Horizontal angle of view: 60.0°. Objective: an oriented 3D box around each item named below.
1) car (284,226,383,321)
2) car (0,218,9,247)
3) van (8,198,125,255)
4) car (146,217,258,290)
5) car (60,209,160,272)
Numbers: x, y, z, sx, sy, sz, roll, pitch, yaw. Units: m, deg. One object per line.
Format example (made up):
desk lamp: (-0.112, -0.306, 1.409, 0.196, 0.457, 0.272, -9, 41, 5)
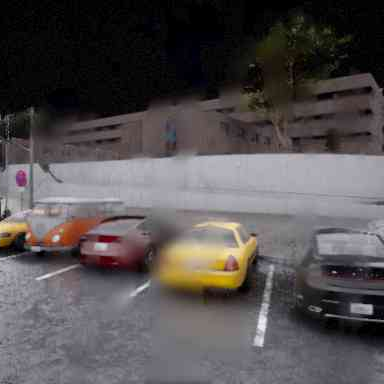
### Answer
car: (3.143, 1.481, 7.233, 2.231, 1.521, 4.892, 0, 0, 15)
car: (-6.609, 1.394, 13.989, 1.946, 1.575, 5.366, 1, 0, 16)
van: (-4.161, 1.192, 12.324, 1.878, 1.987, 4.442, 1, 0, 16)
car: (0.768, 1.457, 9.150, 1.946, 1.575, 5.366, 0, -1, 15)
car: (-1.703, 1.468, 10.732, 2.163, 1.488, 4.792, 0, -1, 16)
